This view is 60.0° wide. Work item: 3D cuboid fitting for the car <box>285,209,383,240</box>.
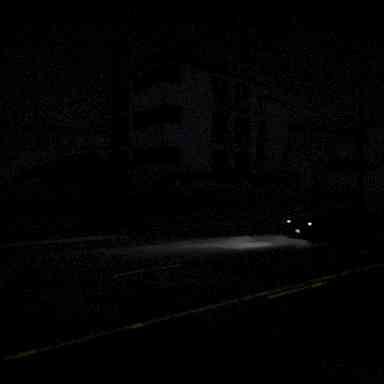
[{"bbox_3d":[6.963,1.498,16.340,4.718,1.301,1.895,0,0,-23],"label":"car"}]
